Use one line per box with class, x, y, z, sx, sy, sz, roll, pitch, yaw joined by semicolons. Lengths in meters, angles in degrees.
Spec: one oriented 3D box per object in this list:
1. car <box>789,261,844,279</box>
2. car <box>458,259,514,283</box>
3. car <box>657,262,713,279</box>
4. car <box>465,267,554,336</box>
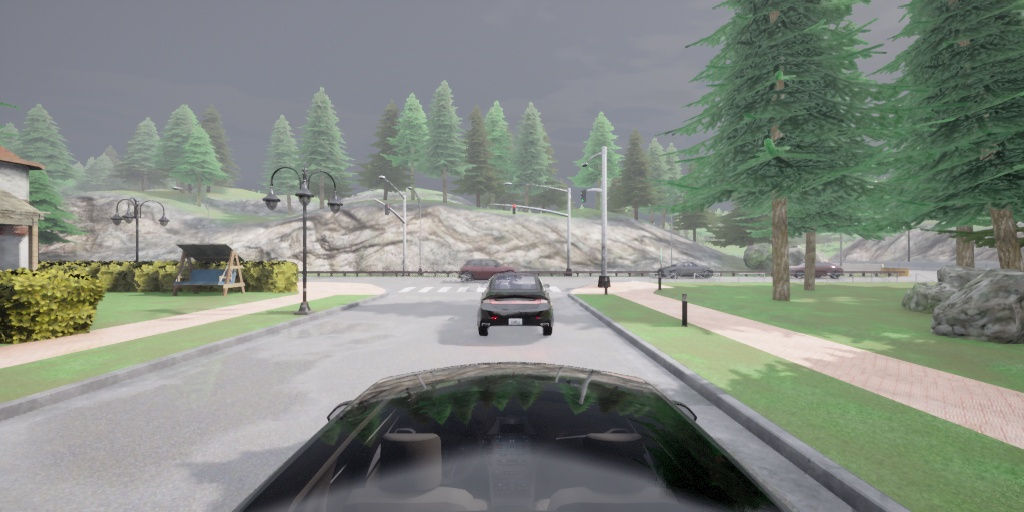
car;24.485;1.113;29.438;4.674;1.442;1.812;0;0;0
car;-1.539;0.987;25.818;4.553;1.767;2.097;0;1;0
car;14.183;1.151;29.496;4.181;1.385;1.994;0;0;0
car;0.098;1.242;10.370;2.128;1.511;4.902;0;0;1
